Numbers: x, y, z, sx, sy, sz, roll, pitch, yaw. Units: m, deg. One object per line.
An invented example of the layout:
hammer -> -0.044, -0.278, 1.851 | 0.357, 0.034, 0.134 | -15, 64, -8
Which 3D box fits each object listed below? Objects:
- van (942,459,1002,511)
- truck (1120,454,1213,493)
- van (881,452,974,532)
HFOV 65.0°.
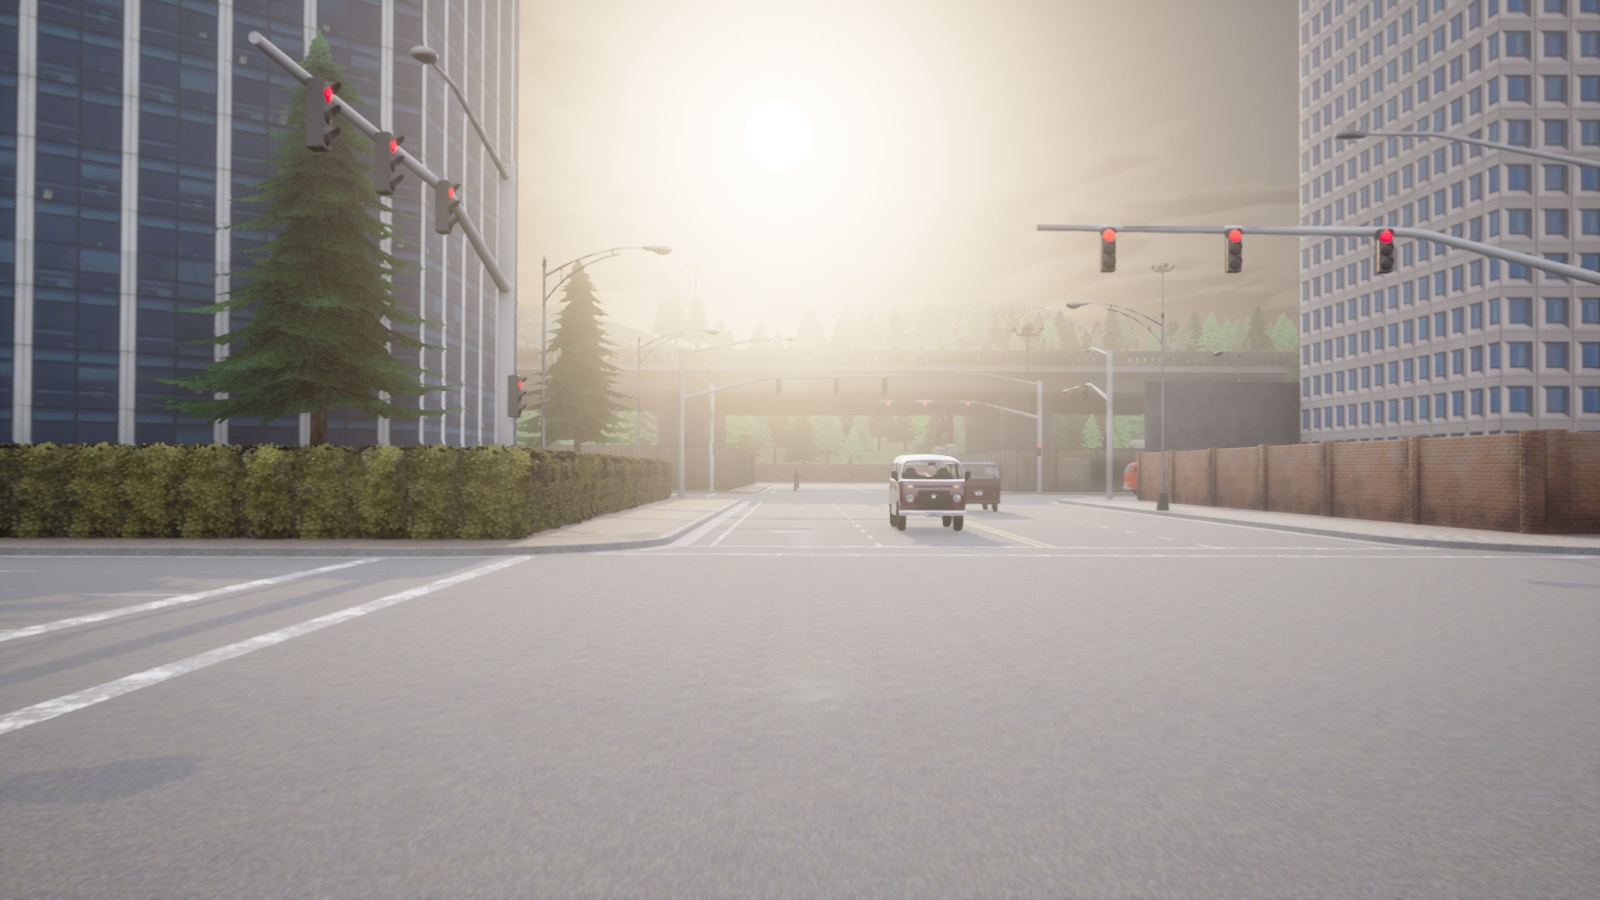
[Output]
van -> 6.876, 1.386, 50.519 | 1.775, 1.987, 4.442 | 0, -1, 0
truck -> 23.524, 1.532, 80.848 | 5.204, 2.467, 2.627 | 0, -1, 0
van -> 3.415, 1.100, 34.368 | 2.069, 2.038, 4.480 | 0, -1, 0
